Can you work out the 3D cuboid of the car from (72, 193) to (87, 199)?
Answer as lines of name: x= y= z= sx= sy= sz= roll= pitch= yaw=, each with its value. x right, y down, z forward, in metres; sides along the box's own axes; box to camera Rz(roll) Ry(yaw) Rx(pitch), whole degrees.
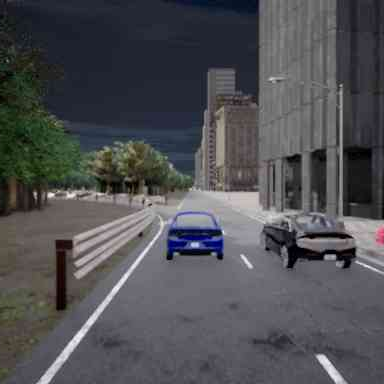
car: x=-26.903 y=0.898 z=79.173 sx=4.892 sy=1.490 sz=1.837 roll=1 pitch=1 yaw=44

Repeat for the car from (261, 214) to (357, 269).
car: x=3.586 y=1.476 z=11.035 sx=2.128 sy=1.511 sz=4.902 roll=0 pitch=0 yaw=0

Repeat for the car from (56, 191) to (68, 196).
car: x=-34.000 y=0.450 z=86.514 sx=2.097 sy=1.767 sz=4.553 roll=0 pitch=1 yaw=-39

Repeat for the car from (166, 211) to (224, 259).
car: x=0.088 y=1.459 z=12.605 sx=1.882 sy=1.535 sz=5.008 roll=0 pitch=0 yaw=0
